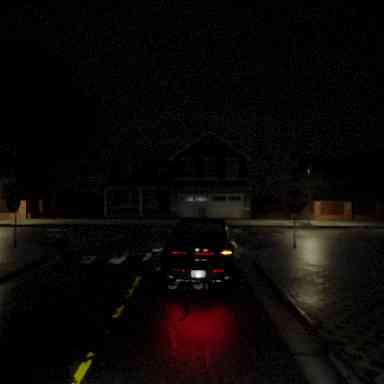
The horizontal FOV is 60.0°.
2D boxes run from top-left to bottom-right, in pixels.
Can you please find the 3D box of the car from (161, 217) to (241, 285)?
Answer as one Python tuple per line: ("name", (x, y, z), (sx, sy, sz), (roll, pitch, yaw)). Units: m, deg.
("car", (0.322, 1.482, 9.449), (1.837, 1.490, 4.892), (0, 0, 4))
